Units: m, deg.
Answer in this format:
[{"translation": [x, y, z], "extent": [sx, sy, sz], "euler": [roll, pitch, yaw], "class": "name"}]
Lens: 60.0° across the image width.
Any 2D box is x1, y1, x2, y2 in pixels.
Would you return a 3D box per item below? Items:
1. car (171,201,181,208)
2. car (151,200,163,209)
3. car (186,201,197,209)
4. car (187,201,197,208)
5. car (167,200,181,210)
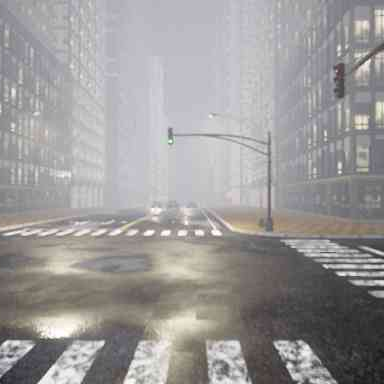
[{"translation": [-3.266, 2.567, 68.541], "extent": [1.895, 1.301, 4.718], "euler": [0, -1, 0], "class": "car"}, {"translation": [-6.515, 2.347, 62.680], "extent": [2.128, 1.511, 4.902], "euler": [0, -1, 0], "class": "car"}, {"translation": [-0.014, 2.399, 58.958], "extent": [1.895, 1.301, 4.718], "euler": [0, -1, 0], "class": "car"}, {"translation": [-0.016, 2.500, 68.930], "extent": [1.994, 1.385, 4.181], "euler": [0, -1, 0], "class": "car"}, {"translation": [-3.264, 2.143, 58.485], "extent": [2.097, 1.767, 4.553], "euler": [0, -1, 0], "class": "car"}]
